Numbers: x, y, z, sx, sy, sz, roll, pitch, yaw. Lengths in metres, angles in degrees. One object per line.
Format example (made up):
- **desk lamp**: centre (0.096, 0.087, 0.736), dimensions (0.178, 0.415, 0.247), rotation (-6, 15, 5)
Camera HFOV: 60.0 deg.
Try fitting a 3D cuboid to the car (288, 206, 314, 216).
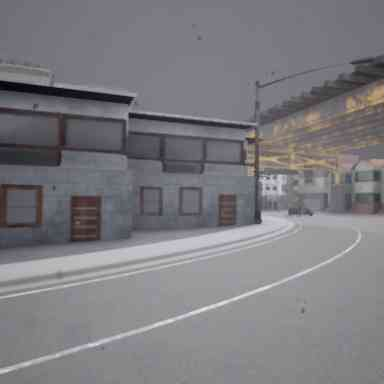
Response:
- **car**: centre (14.665, 2.573, 45.005), dimensions (1.994, 1.385, 4.181), rotation (1, -2, -10)
